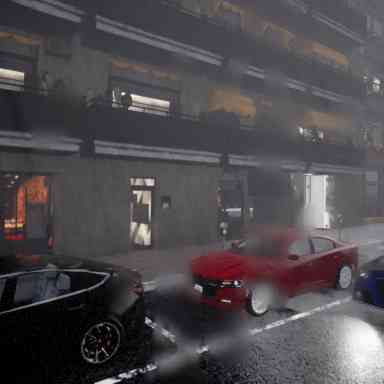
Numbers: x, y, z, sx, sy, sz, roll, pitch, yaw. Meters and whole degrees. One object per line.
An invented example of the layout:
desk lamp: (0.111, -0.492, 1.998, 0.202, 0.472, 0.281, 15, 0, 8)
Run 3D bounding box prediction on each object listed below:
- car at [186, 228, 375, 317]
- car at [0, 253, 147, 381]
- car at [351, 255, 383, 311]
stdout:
car: (1.953, 1.546, 7.485, 4.507, 1.381, 1.887, 0, 1, -36)
car: (-2.663, 1.566, 4.191, 4.313, 1.339, 1.947, 0, 1, -36)
car: (5.086, 1.566, 6.703, 4.181, 1.385, 1.994, 0, 0, -36)
